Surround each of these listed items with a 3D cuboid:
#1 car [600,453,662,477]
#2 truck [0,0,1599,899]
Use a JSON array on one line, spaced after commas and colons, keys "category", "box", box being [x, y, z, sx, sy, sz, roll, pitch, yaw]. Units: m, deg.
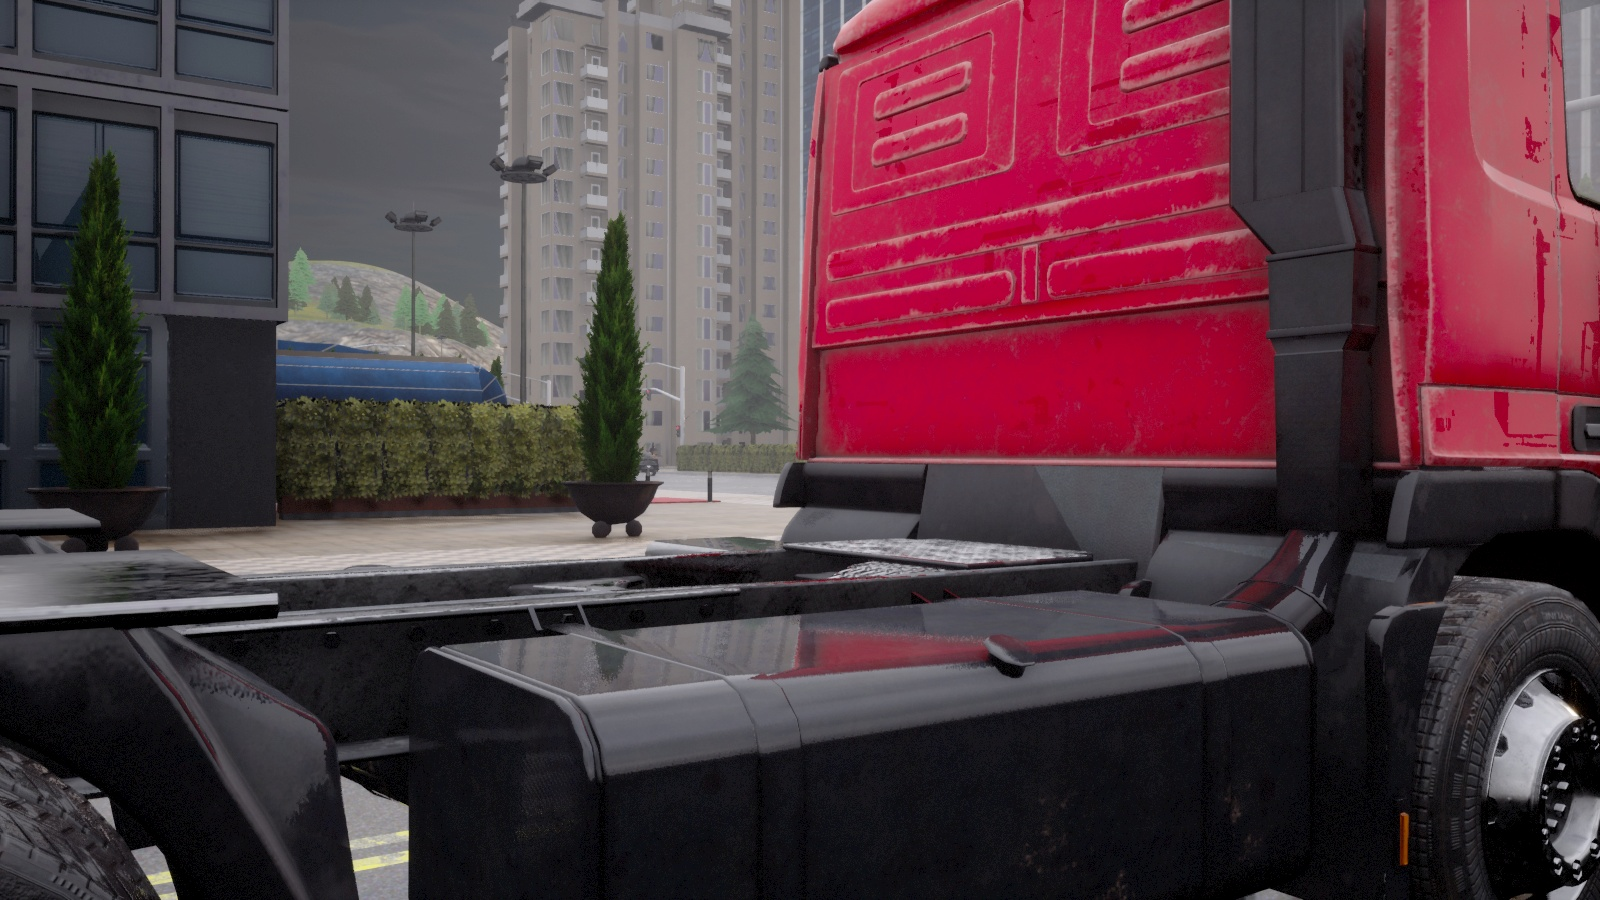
[{"category": "car", "box": [-10.939, 0.944, 81.072, 1.882, 1.535, 5.008, 0, 0, -35]}, {"category": "truck", "box": [-0.663, -0.228, 3.201, 7.936, 3.462, 2.891, 0, 0, -35]}]
